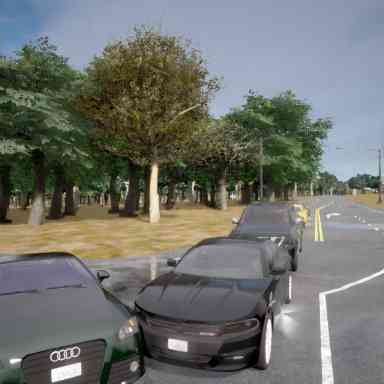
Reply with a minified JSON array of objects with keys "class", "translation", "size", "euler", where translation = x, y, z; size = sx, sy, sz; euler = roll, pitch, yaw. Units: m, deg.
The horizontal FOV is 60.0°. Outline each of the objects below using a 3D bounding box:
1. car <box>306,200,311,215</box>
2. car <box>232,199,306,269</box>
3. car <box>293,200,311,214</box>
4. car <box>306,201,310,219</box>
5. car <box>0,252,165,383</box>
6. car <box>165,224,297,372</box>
[{"class":"car","translation":[9.311,1.723,29.538],"size":[1.812,1.442,4.674],"euler":[-1,0,21]},{"class":"car","translation":[2.867,1.459,12.380],"size":[2.150,2.045,5.566],"euler":[-2,0,21]},{"class":"car","translation":[13.340,1.746,40.121],"size":[1.812,1.442,4.674],"euler":[-1,0,21]},{"class":"car","translation":[7.249,1.663,24.035],"size":[1.882,1.535,5.008],"euler":[-1,0,21]},{"class":"car","translation":[-2.303,1.643,4.944],"size":[1.994,1.385,4.181],"euler":[1,-2,-33]},{"class":"car","translation":[0.743,1.613,6.240],"size":[1.882,1.535,5.008],"euler":[-1,-2,21]}]
